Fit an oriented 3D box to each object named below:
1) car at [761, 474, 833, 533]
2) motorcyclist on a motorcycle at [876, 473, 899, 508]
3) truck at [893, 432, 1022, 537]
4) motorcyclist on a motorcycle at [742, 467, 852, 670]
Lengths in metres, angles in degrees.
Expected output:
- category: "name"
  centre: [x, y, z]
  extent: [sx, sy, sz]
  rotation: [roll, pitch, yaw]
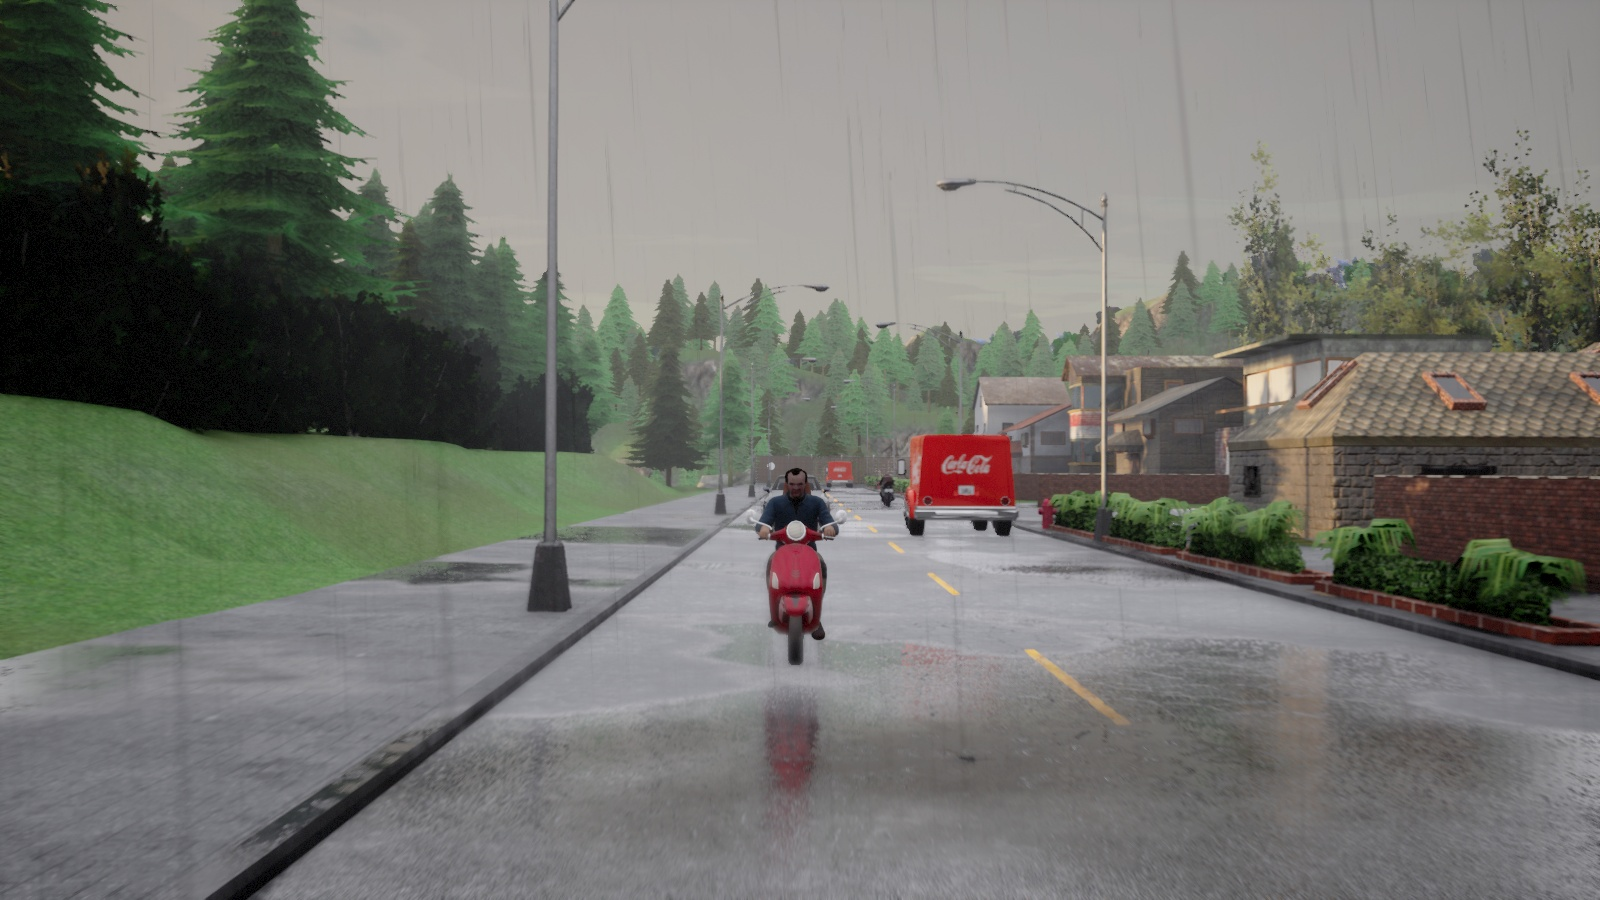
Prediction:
- category: "car"
  centre: [-0.082, 1.397, 33.935]
  extent: [1.816, 1.474, 4.193]
  rotation: [0, -1, 0]
- category: "motorcyclist on a motorcycle"
  centre: [3.874, 1.770, 55.884]
  extent: [0.866, 1.530, 2.191]
  rotation: [0, -1, 0]
- category: "truck"
  centre: [3.920, 0.852, 32.236]
  extent: [2.627, 2.467, 5.204]
  rotation: [0, -1, 0]
- category: "motorcyclist on a motorcycle"
  centre: [-0.027, 0.949, 10.788]
  extent: [0.866, 1.590, 1.817]
  rotation: [0, -1, 0]
